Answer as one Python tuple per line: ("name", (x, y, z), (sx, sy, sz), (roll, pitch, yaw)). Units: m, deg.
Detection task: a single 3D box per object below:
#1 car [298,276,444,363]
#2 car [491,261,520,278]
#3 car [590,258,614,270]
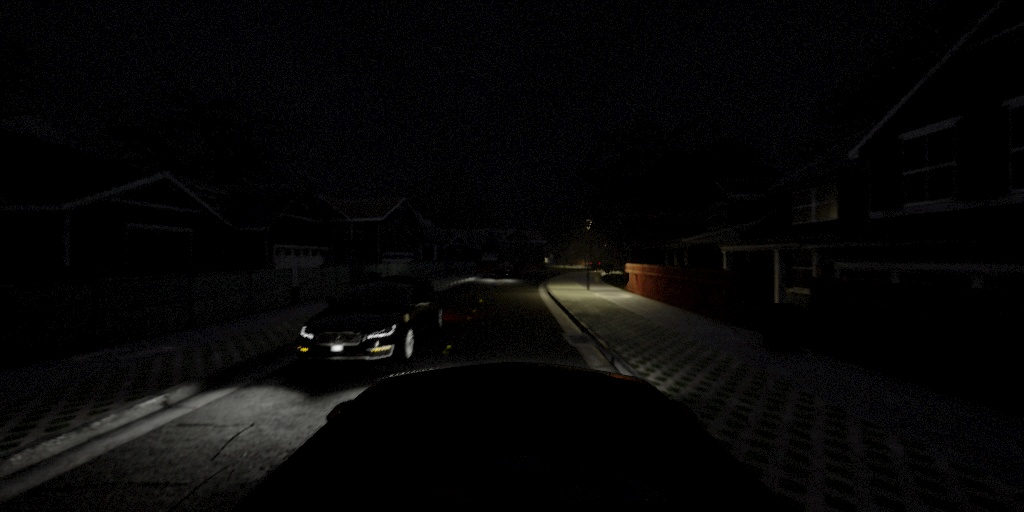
("car", (-2.817, 1.249, 8.232), (1.837, 1.490, 4.892), (0, 0, 0))
("car", (-0.543, 1.274, 34.518), (1.882, 1.535, 5.008), (0, -1, 14))
("car", (15.368, 1.418, 60.913), (2.150, 2.045, 5.566), (0, -1, 40))
